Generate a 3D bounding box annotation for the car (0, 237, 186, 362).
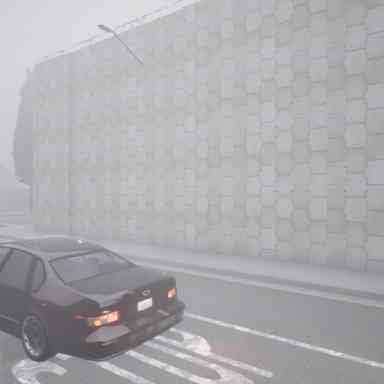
[{"bbox_3d":[-2.676,1.547,5.890,5.357,1.411,2.033,0,0,35],"label":"car"}]
